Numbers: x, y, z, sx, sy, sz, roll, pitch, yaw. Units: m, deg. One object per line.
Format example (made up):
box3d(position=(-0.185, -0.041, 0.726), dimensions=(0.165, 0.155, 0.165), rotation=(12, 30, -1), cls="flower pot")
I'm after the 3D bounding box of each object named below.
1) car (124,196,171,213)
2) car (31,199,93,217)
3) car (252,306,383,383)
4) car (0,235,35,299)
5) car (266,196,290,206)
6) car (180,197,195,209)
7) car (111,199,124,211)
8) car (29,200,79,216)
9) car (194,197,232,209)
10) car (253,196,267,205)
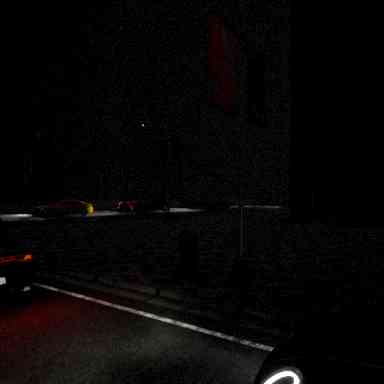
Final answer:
box3d(position=(-4.524, 1.436, 36.698), dimensions=(4.902, 1.511, 2.128), rotation=(0, 0, -42), cls="car")
box3d(position=(-11.639, 1.417, 30.398), dimensions=(5.008, 1.535, 1.882), rotation=(0, 0, -43), cls="car")
box3d(position=(2.556, 1.352, 1.827), dimensions=(4.553, 1.767, 2.097), rotation=(0, 0, 35), cls="car")
box3d(position=(-5.569, 1.476, 7.384), dimensions=(5.008, 1.535, 1.882), rotation=(0, 0, 33), cls="car")
box3d(position=(14.460, 1.520, 53.370), dimensions=(4.674, 1.442, 1.812), rotation=(0, 0, -42), cls="car")
box3d(position=(0.446, 1.465, 45.427), dimensions=(4.674, 1.442, 1.812), rotation=(0, 0, -42), cls="car")
box3d(position=(-7.107, 1.283, 38.750), dimensions=(4.553, 1.767, 2.097), rotation=(0, 0, -42), cls="car")
box3d(position=(-13.628, 1.490, 32.984), dimensions=(4.181, 1.385, 1.994), rotation=(0, 0, -42), cls="car")
box3d(position=(3.026, 1.555, 43.373), dimensions=(4.718, 1.301, 1.895), rotation=(0, 0, -41), cls="car")
box3d(position=(12.306, 1.470, 55.804), dimensions=(4.902, 1.511, 2.128), rotation=(0, 0, -42), cls="car")
